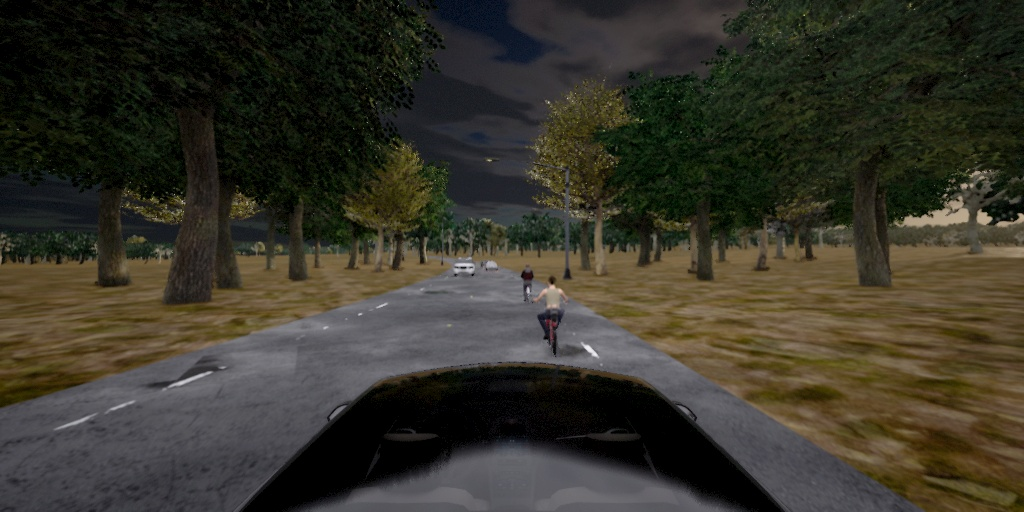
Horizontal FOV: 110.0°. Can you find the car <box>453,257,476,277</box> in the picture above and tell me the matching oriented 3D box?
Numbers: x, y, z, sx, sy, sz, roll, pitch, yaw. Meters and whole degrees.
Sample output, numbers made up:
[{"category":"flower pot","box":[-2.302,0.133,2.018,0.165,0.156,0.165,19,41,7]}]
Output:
[{"category":"car","box":[-5.258,1.185,39.896,2.150,2.045,5.566,0,0,-5]}]

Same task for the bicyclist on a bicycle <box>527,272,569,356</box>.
[{"category":"bicyclist on a bicycle","box":[0.860,1.233,7.809,0.866,1.612,1.509,0,0,0]}]

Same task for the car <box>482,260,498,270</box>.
[{"category":"car","box":[-3.392,1.543,58.072,1.812,1.442,4.674,0,0,-7]}]

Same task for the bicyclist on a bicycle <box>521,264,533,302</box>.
[{"category":"bicyclist on a bicycle","box":[0.686,1.221,16.020,0.659,1.776,1.843,0,0,-2]}]
